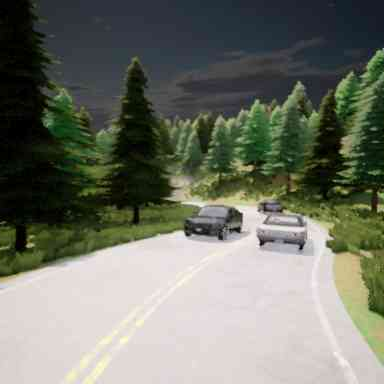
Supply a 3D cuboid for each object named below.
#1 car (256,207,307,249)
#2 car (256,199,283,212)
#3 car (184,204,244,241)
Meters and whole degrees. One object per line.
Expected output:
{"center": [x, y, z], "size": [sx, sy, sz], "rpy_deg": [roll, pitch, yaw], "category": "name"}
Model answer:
{"center": [4.227, 1.649, 15.138], "size": [1.895, 1.301, 4.718], "rpy_deg": [3, 1, 21], "category": "car"}
{"center": [7.688, 1.429, 33.177], "size": [2.128, 1.511, 4.902], "rpy_deg": [1, 1, 1], "category": "car"}
{"center": [1.233, 1.374, 16.564], "size": [1.882, 1.535, 5.008], "rpy_deg": [3, 0, 22], "category": "car"}
